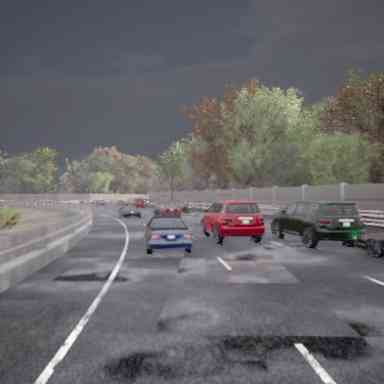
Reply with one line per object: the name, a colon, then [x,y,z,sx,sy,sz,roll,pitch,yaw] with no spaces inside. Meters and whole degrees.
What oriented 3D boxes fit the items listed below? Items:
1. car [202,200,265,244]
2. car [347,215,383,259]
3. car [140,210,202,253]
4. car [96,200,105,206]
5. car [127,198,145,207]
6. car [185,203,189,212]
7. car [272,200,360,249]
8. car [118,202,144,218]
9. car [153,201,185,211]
car: [1.959,1.451,17.307,2.150,2.045,5.566,0,-1,-9]
car: [7.886,1.660,10.659,2.033,1.411,5.357,0,-1,-18]
car: [-1.159,1.757,14.800,2.033,1.411,5.357,0,-1,-9]
car: [-22.702,2.766,82.314,2.033,1.411,5.357,0,-1,-20]
car: [-10.220,2.077,59.172,2.150,2.045,5.566,0,-1,-30]
car: [-2.111,1.954,43.285,2.097,1.767,4.553,0,-1,-23]
car: [5.726,1.414,15.826,2.150,2.045,5.566,0,-1,-9]
car: [-6.935,2.097,36.640,1.994,1.385,4.181,0,-1,-20]
car: [-2.705,1.846,35.192,2.097,1.767,4.553,0,-1,-19]
